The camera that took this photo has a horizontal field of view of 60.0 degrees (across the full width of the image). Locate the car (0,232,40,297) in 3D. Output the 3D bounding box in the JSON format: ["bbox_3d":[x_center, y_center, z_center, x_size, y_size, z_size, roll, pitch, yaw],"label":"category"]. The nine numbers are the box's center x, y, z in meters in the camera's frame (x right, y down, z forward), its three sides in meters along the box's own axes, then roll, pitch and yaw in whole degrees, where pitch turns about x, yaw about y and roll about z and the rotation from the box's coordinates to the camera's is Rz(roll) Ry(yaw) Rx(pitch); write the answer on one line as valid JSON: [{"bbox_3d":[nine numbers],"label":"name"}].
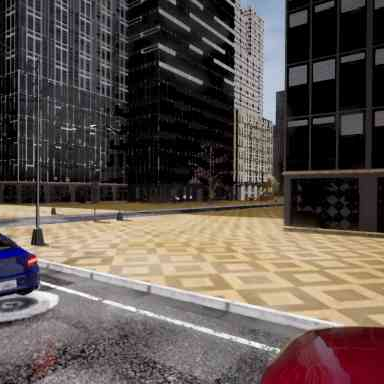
[{"bbox_3d":[-5.196,1.523,7.390,4.674,1.442,1.812,0,0,36],"label":"car"}]

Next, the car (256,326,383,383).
[{"bbox_3d":[2.405,1.564,1.961,4.181,1.385,1.994,0,0,35],"label":"car"}]
